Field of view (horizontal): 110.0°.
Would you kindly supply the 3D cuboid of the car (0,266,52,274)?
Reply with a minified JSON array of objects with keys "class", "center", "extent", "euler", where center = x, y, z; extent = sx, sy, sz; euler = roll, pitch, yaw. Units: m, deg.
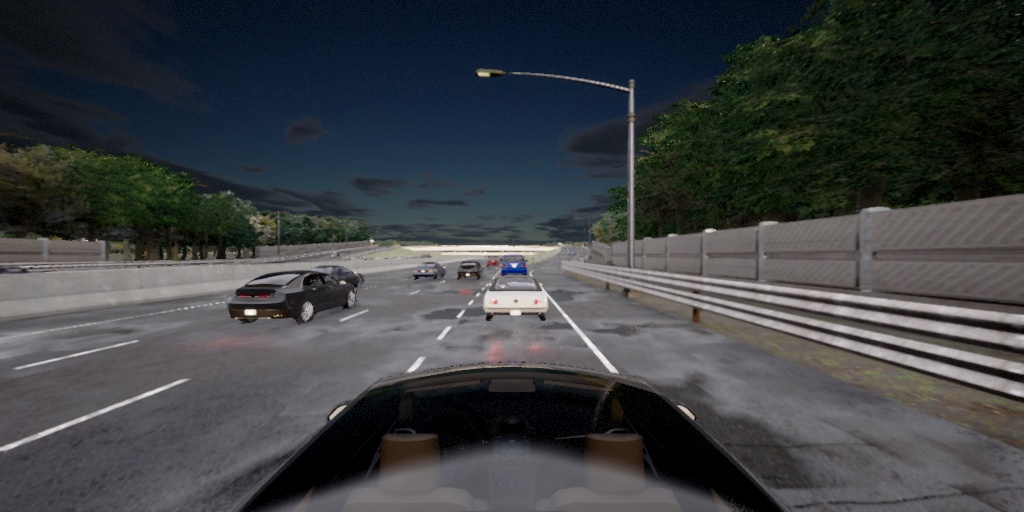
[{"class":"car","center":[-31.523,1.297,21.594],"extent":[1.895,1.301,4.718],"euler":[0,0,1]}]

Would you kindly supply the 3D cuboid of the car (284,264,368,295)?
[{"class":"car","center":[-10.363,1.249,20.557],"extent":[2.033,1.411,5.357],"euler":[0,0,0]}]

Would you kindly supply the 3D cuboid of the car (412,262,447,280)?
[{"class":"car","center":[-6.810,1.224,30.025],"extent":[2.033,1.411,5.357],"euler":[0,0,0]}]

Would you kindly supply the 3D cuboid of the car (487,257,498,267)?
[{"class":"car","center":[-3.248,0.939,63.145],"extent":[2.097,1.767,4.553],"euler":[0,0,0]}]

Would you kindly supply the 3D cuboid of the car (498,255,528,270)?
[{"class":"car","center":[0.203,0.896,30.989],"extent":[2.150,2.045,5.566],"euler":[0,0,1]}]

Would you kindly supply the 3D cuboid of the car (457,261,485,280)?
[{"class":"car","center":[-3.409,1.182,30.173],"extent":[1.837,1.490,4.892],"euler":[0,0,0]}]

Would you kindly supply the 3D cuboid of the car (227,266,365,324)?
[{"class":"car","center":[-6.884,1.231,11.865],"extent":[1.837,1.490,4.892],"euler":[0,0,0]}]

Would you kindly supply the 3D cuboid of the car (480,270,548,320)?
[{"class":"car","center":[0.116,1.326,12.432],"extent":[1.895,1.301,4.718],"euler":[0,0,0]}]
